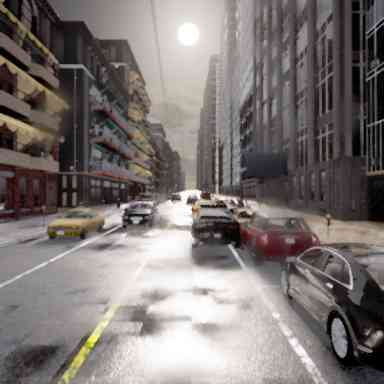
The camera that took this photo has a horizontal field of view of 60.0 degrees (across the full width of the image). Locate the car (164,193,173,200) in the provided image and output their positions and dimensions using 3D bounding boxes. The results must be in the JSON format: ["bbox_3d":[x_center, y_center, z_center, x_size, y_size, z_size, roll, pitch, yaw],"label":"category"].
[{"bbox_3d":[-5.510,1.010,78.858,1.752,1.417,4.829,1,0,0],"label":"car"}]

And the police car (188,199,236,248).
[{"bbox_3d":[0.908,1.338,14.416,1.930,1.638,5.238,0,0,0],"label":"police car"}]

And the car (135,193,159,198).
[{"bbox_3d":[-5.591,1.065,39.468,2.192,1.841,5.009,1,0,0],"label":"car"}]

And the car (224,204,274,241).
[{"bbox_3d":[2.738,1.422,17.014,1.752,1.417,4.829,1,0,0],"label":"car"}]

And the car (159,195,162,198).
[{"bbox_3d":[-5.582,1.239,44.951,1.752,1.417,4.829,1,0,0],"label":"car"}]

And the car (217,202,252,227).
[{"bbox_3d":[2.748,1.444,22.496,1.802,1.307,4.206,1,0,0],"label":"car"}]

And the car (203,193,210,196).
[{"bbox_3d":[2.798,1.238,45.272,1.752,1.417,4.829,1,0,0],"label":"car"}]

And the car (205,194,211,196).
[{"bbox_3d":[2.785,1.317,39.451,1.947,1.339,4.313,1,0,0],"label":"car"}]

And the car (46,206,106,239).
[{"bbox_3d":[-5.643,1.423,16.694,1.752,1.417,4.829,1,0,0],"label":"car"}]

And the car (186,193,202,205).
[{"bbox_3d":[0.109,1.239,50.890,1.994,1.385,4.181,0,0,0],"label":"car"}]

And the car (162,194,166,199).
[{"bbox_3d":[-5.569,1.116,50.771,1.967,1.590,4.097,1,0,0],"label":"car"}]

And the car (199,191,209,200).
[{"bbox_3d":[2.874,0.799,79.008,2.192,1.841,5.009,1,0,0],"label":"car"}]

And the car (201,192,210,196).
[{"bbox_3d":[2.850,0.878,67.705,2.192,1.841,5.009,1,0,0],"label":"car"}]

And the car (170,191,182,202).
[{"bbox_3d":[-2.902,1.102,62.301,1.837,1.490,4.892,0,0,1],"label":"car"}]

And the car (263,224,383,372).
[{"bbox_3d":[2.713,1.517,5.541,2.008,1.369,4.403,1,0,0],"label":"car"}]

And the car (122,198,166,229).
[{"bbox_3d":[-3.057,1.364,20.696,2.128,1.511,4.902,0,0,0],"label":"car"}]

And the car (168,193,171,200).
[{"bbox_3d":[-5.546,1.166,62.075,1.947,1.339,4.313,1,0,0],"label":"car"}]

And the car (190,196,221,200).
[{"bbox_3d":[0.952,1.328,24.309,1.882,1.535,5.008,0,0,0],"label":"car"}]

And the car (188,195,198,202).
[{"bbox_3d":[0.140,1.180,65.821,1.895,1.301,4.718,0,0,0],"label":"car"}]

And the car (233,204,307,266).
[{"bbox_3d":[2.727,1.372,11.193,1.967,1.590,4.097,1,0,0],"label":"car"}]

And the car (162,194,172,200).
[{"bbox_3d":[-5.522,1.067,73.378,1.887,1.381,4.507,1,0,0],"label":"car"}]

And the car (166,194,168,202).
[{"bbox_3d":[-5.558,1.183,56.424,1.887,1.381,4.507,1,0,0],"label":"car"}]
